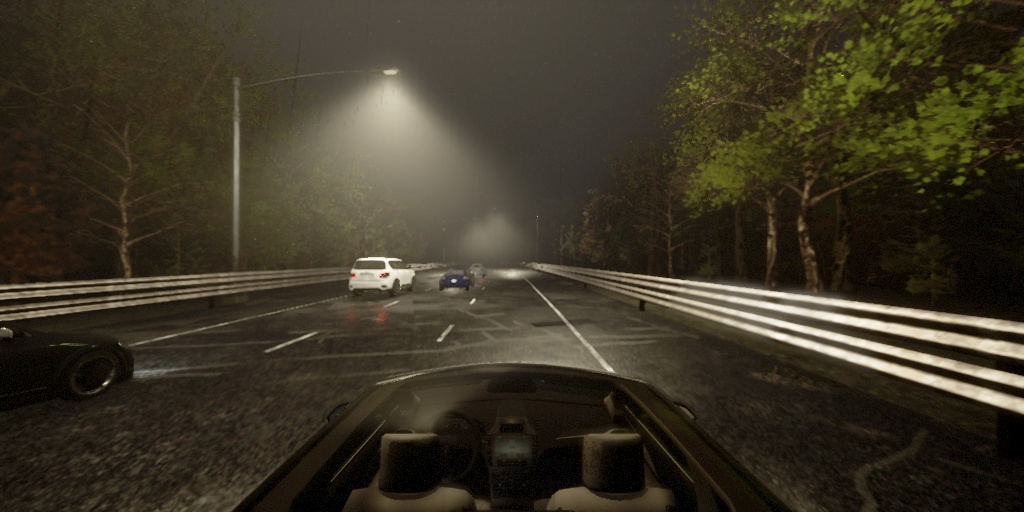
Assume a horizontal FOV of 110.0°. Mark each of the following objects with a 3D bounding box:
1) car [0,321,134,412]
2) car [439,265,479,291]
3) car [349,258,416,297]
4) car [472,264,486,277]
[{"bbox_3d":[-6.909,1.241,3.890,1.994,1.385,4.181,2,-6,0],"label":"car"},{"bbox_3d":[-3.587,1.510,24.040,1.994,1.385,4.181,0,0,-1],"label":"car"},{"bbox_3d":[-7.095,1.151,20.217,2.150,2.045,5.566,-1,-1,0],"label":"car"},{"bbox_3d":[-3.927,1.630,40.591,1.812,1.442,4.674,0,0,-1],"label":"car"}]
